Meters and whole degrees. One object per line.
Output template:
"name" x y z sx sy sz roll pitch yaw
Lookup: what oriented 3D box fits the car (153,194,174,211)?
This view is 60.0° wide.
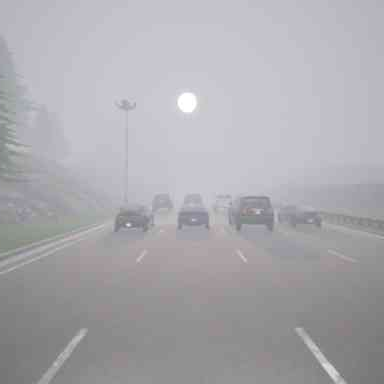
"car" -3.410 1.207 39.671 2.150 2.045 5.566 0 0 0

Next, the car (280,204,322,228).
"car" 7.081 1.518 22.168 1.812 1.442 4.674 0 0 0

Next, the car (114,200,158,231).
"car" -3.405 1.497 20.274 1.837 1.490 4.892 0 0 0

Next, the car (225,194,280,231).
"car" 3.594 1.213 20.894 2.150 2.045 5.566 0 0 0

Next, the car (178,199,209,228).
"car" 0.094 1.470 21.858 1.882 1.535 5.008 0 0 0

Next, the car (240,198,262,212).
"car" 7.090 1.490 40.554 1.837 1.490 4.892 0 0 0

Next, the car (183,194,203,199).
"car" 0.090 1.207 39.724 2.150 2.045 5.566 0 0 0

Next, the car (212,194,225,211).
"car" 3.590 1.207 39.723 2.150 2.045 5.566 0 0 0
